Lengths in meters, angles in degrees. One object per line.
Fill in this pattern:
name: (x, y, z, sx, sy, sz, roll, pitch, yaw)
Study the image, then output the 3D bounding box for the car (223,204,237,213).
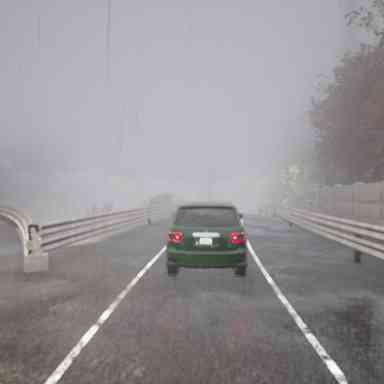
car: (6.086, 2.693, 53.213, 1.994, 1.385, 4.181, 0, -3, 9)

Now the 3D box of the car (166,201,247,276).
car: (0.496, 1.286, 10.737, 2.150, 2.045, 5.566, 0, 0, 3)

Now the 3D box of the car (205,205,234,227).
car: (2.156, 1.712, 25.040, 1.994, 1.385, 4.181, 0, 0, 8)

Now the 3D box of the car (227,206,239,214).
car: (7.652, 3.341, 62.022, 1.895, 1.301, 4.718, 0, -4, 10)
